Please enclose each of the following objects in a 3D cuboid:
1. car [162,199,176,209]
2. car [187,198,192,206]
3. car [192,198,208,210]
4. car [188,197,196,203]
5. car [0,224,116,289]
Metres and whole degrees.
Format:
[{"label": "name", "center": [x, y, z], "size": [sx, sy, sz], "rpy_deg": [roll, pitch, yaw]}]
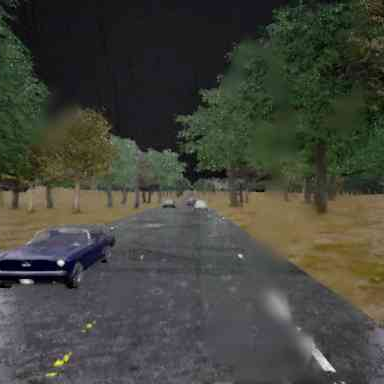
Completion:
[{"label": "car", "center": [-3.549, 1.880, 52.098], "size": [1.882, 1.535, 5.008], "rpy_deg": [0, -1, 0]}, {"label": "car", "center": [0.017, 2.022, 65.513], "size": [1.882, 1.535, 5.008], "rpy_deg": [0, -1, 0]}, {"label": "car", "center": [1.238, 1.891, 48.466], "size": [1.812, 1.442, 4.674], "rpy_deg": [0, -1, 0]}, {"label": "car", "center": [0.022, 2.189, 86.890], "size": [2.128, 1.511, 4.902], "rpy_deg": [0, -1, 0]}, {"label": "car", "center": [-3.597, 1.649, 9.434], "size": [1.895, 1.301, 4.718], "rpy_deg": [0, 0, 0]}]
